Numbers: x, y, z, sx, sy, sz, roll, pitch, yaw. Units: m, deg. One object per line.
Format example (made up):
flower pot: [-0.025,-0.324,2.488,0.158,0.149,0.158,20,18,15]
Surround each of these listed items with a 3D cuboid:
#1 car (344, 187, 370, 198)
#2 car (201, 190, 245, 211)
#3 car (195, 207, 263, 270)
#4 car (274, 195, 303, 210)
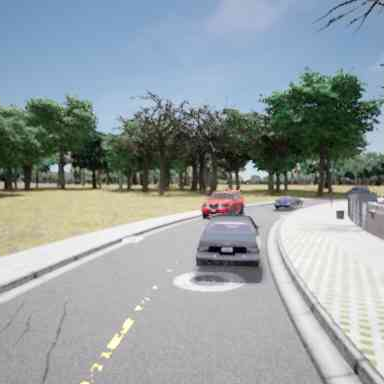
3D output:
car: [29.248,0.081,58.751,5.566,2.045,2.150,-1,0,-34]
car: [2.530,0.914,25.725,2.150,2.045,5.566,0,1,23]
car: [1.298,1.454,10.806,2.033,1.411,5.357,0,1,9]
car: [10.051,1.045,34.332,2.033,1.411,5.357,0,1,31]
